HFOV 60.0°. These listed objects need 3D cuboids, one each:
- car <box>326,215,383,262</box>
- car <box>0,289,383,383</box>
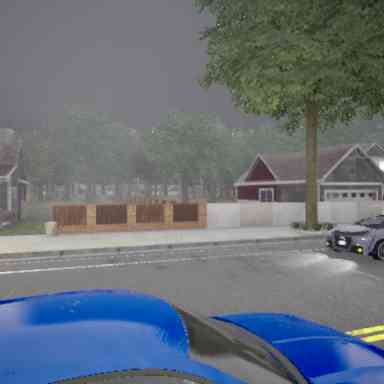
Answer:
[{"bbox_3d":[7.008,1.552,12.027,4.181,1.385,1.994,0,0,-20],"label":"car"},{"bbox_3d":[-0.547,1.476,2.161,5.008,1.535,1.882,0,0,-20],"label":"car"}]
